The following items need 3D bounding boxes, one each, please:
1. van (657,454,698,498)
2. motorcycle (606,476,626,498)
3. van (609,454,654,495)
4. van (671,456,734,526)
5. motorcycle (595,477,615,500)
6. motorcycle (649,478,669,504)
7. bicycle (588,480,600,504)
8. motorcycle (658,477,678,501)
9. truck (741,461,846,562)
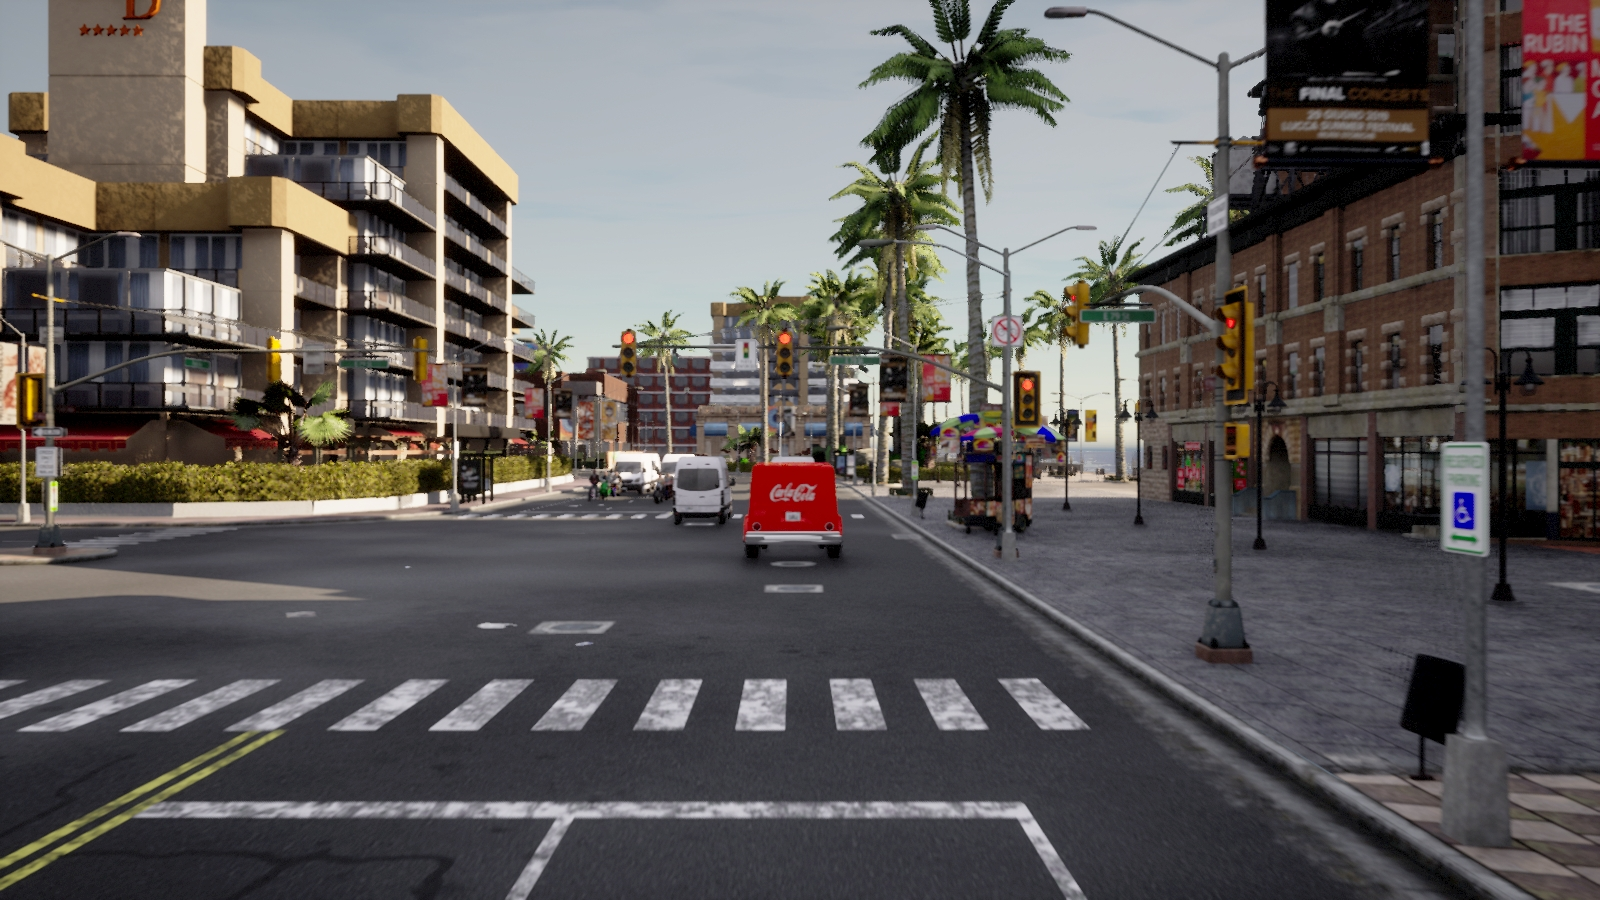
[{"bbox_3d":[-7.456,1.525,70.096,1.988,2.561,5.915,0,0,-1],"label":"van"},{"bbox_3d":[-10.941,2.196,68.066,0.867,1.251,2.209,0,0,-1],"label":"motorcycle"},{"bbox_3d":[-10.861,1.524,73.934,1.988,2.561,5.915,0,0,1],"label":"van"},{"bbox_3d":[-3.767,1.528,45.104,1.988,2.561,5.915,0,0,0],"label":"van"},{"bbox_3d":[-10.925,2.173,64.070,0.856,1.236,1.805,0,0,0],"label":"motorcycle"},{"bbox_3d":[-7.373,2.162,59.972,0.764,1.277,2.356,0,0,0],"label":"motorcycle"},{"bbox_3d":[-10.870,2.202,60.221,0.329,1.171,1.835,0,0,0],"label":"bicycle"},{"bbox_3d":[-7.410,2.196,64.261,0.867,1.251,2.209,0,0,0],"label":"motorcycle"},{"bbox_3d":[-0.185,1.563,31.235,2.627,2.467,5.204,0,0,0],"label":"truck"}]
